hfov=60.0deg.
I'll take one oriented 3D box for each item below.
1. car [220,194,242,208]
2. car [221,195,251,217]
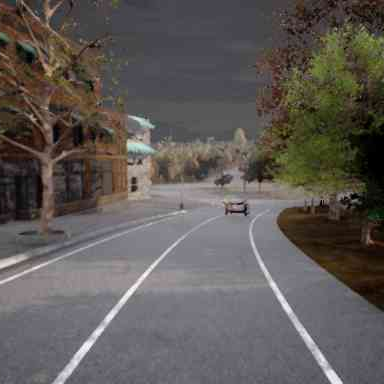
[{"bbox_3d":[5.216,1.158,44.240,1.882,1.535,5.008,2,2,19],"label":"car"},{"bbox_3d":[4.208,1.310,30.326,2.163,1.488,4.792,2,0,15],"label":"car"}]
